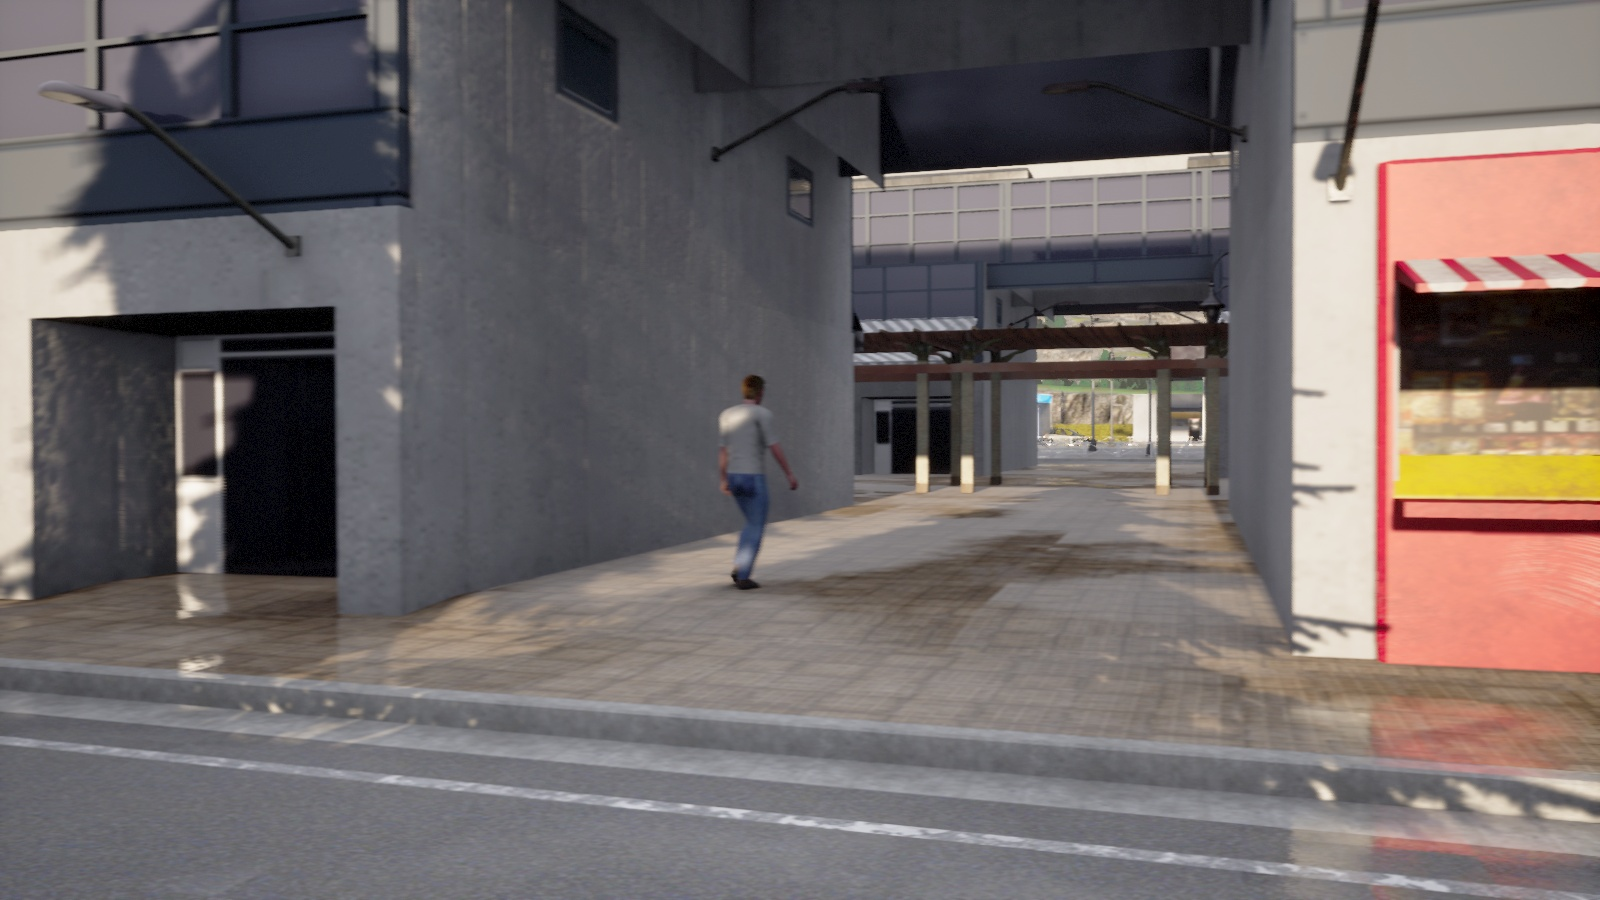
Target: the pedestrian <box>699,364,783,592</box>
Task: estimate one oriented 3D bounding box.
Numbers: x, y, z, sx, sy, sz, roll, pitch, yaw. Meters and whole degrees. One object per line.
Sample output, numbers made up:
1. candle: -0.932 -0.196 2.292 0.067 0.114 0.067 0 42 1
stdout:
1. pedestrian: -0.491 0.221 10.537 0.354 1.836 0.706 1 1 33
